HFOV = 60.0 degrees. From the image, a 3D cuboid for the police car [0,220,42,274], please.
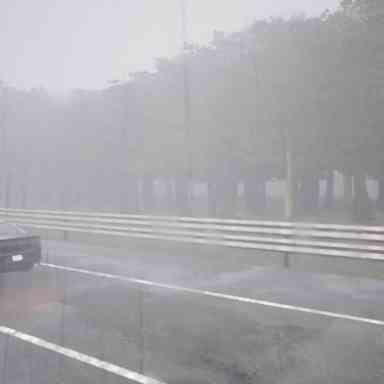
[{"bbox_3d":[-6.553,1.441,9.639,5.238,1.638,1.930,0,0,31],"label":"police car"}]
